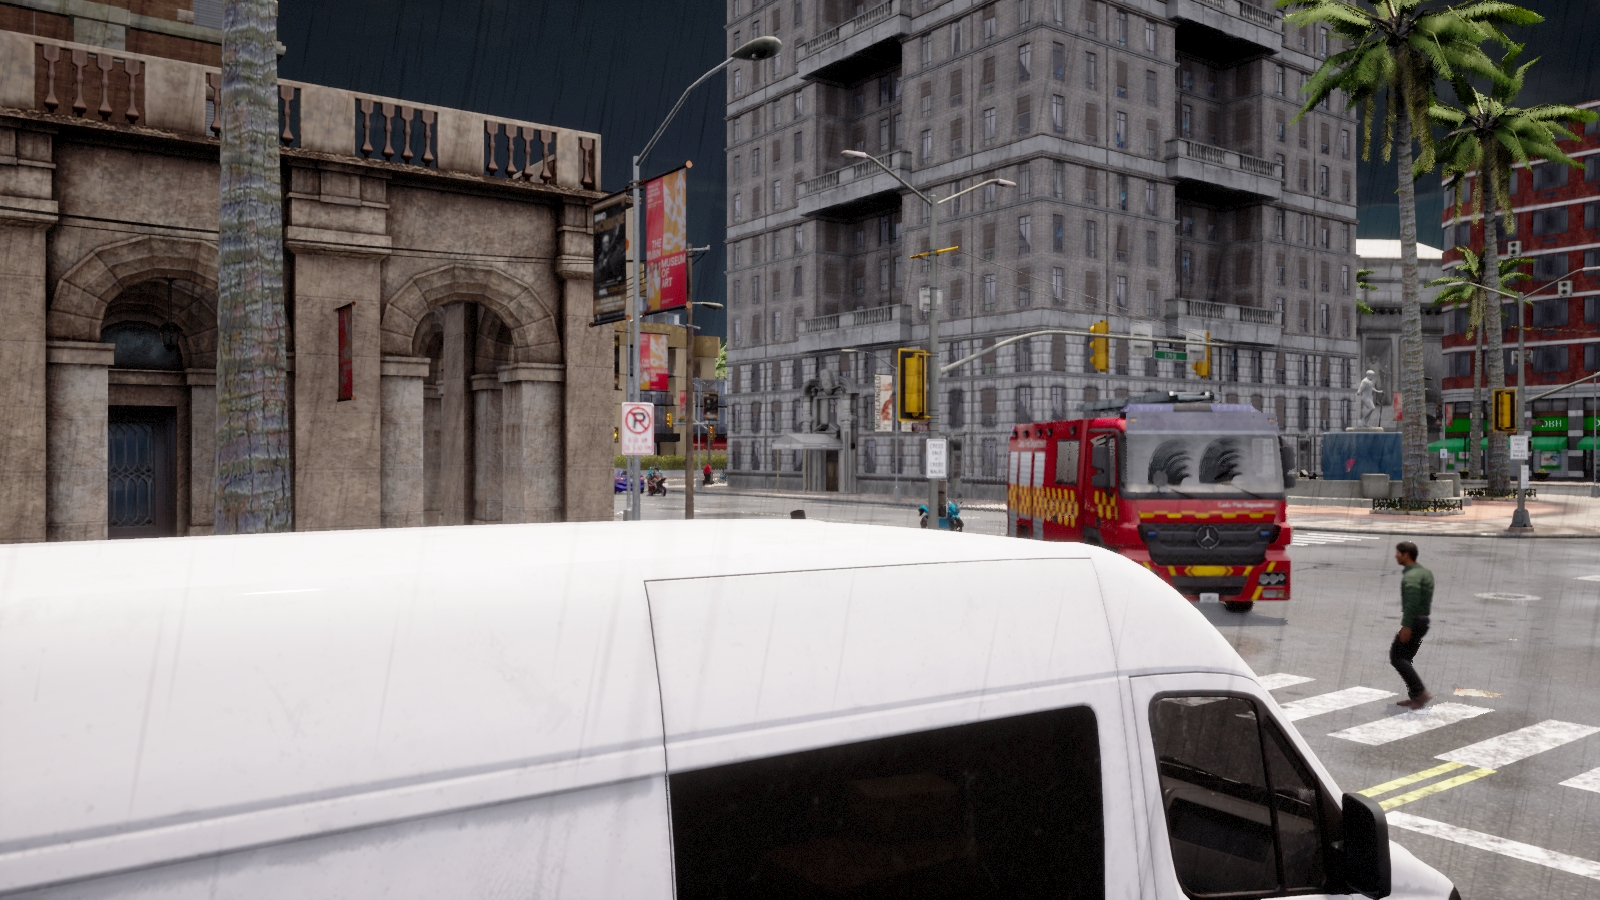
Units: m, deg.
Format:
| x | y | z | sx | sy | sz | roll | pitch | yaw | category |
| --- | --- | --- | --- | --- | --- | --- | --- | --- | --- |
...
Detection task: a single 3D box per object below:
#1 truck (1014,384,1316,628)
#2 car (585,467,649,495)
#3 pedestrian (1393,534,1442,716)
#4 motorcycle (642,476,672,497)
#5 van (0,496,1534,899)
| x | y | z | sx | sy | sz | roll | pitch | yaw | category |
| --- | --- | --- | --- | --- | --- | --- | --- | --- | --- |
| 6.550 | 0.883 | 22.221 | 2.891 | 3.827 | 8.468 | 0 | 0 | -2 | truck |
| -11.778 | 1.955 | 73.402 | 2.242 | 1.667 | 4.611 | 0 | 0 | -35 | car |
| 6.586 | 1.842 | 12.182 | 0.375 | 1.860 | 0.375 | 0 | 0 | 43 | pedestrian |
| -8.633 | 2.192 | 68.938 | 0.867 | 1.251 | 2.209 | 0 | 0 | -35 | motorcycle |
| 0.019 | 1.533 | 3.806 | 5.915 | 2.561 | 1.988 | 0 | 0 | -35 | van |
